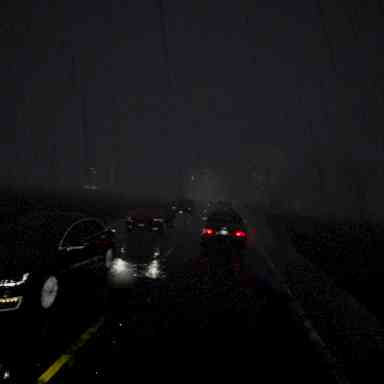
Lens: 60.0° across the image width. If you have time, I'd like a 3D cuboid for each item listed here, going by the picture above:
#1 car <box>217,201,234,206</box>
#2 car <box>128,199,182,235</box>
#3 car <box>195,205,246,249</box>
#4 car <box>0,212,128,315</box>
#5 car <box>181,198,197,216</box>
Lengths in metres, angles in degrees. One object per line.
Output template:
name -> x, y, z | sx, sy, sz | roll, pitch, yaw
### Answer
car -> 3.788, 1.648, 37.917 | 1.895, 1.301, 4.718 | 4, 0, 6
car -> -2.015, 1.231, 17.556 | 1.882, 1.535, 5.008 | 4, 0, 6
car -> 1.432, 1.561, 14.875 | 2.033, 1.411, 5.357 | 4, 0, 6
car -> -3.110, 1.241, 7.187 | 1.837, 1.490, 4.892 | 4, 0, 6
car -> -0.621, 1.323, 30.692 | 2.033, 1.411, 5.357 | 4, 0, 6
